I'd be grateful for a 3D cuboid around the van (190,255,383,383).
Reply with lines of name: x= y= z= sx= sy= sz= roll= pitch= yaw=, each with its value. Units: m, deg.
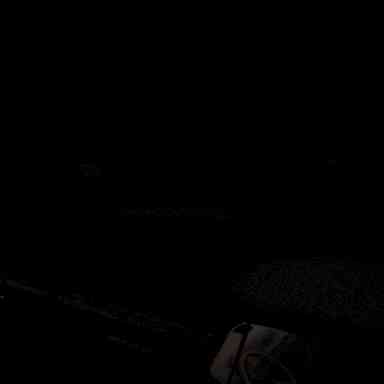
van: x=1.780 y=1.341 z=1.451 sx=3.998 sy=1.788 sz=1.690 roll=0 pitch=0 yaw=35
